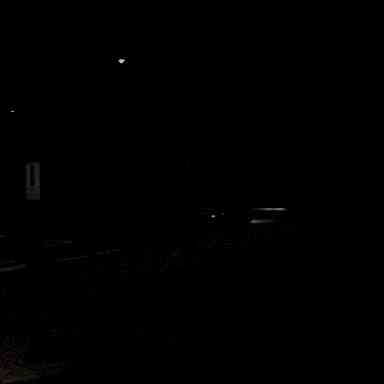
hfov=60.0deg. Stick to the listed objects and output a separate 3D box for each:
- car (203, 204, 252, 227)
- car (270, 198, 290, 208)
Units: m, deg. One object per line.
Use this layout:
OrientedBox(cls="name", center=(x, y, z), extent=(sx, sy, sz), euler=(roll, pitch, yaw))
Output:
OrientedBox(cls="car", center=(2.515, 1.540, 22.957), extent=(1.994, 1.385, 4.181), euler=(-1, 0, 35))
OrientedBox(cls="car", center=(13.067, 1.614, 49.095), extent=(1.812, 1.442, 4.674), euler=(-1, -1, 35))
